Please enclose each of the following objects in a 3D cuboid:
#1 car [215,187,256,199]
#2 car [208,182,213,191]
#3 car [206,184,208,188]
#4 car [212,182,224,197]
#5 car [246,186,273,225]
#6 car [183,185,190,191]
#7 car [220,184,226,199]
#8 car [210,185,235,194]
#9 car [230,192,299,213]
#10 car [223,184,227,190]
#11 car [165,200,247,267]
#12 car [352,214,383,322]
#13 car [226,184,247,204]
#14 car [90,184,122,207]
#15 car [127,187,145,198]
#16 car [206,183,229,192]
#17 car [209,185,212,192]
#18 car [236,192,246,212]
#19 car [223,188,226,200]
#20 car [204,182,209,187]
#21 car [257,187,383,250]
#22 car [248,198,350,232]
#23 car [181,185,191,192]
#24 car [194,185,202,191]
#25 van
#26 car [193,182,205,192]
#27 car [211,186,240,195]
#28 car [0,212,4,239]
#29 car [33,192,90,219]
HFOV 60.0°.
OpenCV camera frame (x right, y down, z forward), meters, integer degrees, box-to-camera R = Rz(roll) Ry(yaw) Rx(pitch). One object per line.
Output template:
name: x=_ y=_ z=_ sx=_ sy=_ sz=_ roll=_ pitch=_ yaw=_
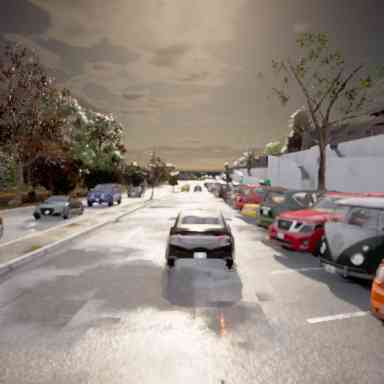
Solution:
car: x=6.146 y=0.147 z=47.191 sx=5.366 sy=1.575 sz=1.946 roll=1 pitch=1 yaw=-19
car: x=6.047 y=-0.262 z=53.103 sx=5.566 sy=2.045 sz=2.435 roll=1 pitch=2 yaw=-19
car: x=6.423 y=-0.536 z=74.144 sx=4.792 sy=1.488 sz=2.163 roll=1 pitch=2 yaw=-19
car: x=5.906 y=0.064 z=41.138 sx=5.566 sy=2.045 sz=2.435 roll=1 pitch=1 yaw=-19
car: x=5.457 y=0.920 z=14.131 sx=5.566 sy=2.045 sz=2.435 roll=1 pitch=2 yaw=-19
car: x=-1.422 y=-1.222 z=90.020 sx=1.837 sy=1.490 sz=4.892 roll=0 pitch=2 yaw=1
car: x=5.754 y=0.367 z=35.119 sx=4.553 sy=1.767 sz=2.185 roll=1 pitch=2 yaw=-19
car: x=6.335 y=-0.518 z=68.129 sx=4.553 sy=1.767 sz=2.185 roll=1 pitch=2 yaw=-19
car: x=5.665 y=0.807 z=26.149 sx=4.792 sy=1.488 sz=2.163 roll=1 pitch=2 yaw=-19
car: x=5.769 y=0.461 z=32.134 sx=4.553 sy=1.767 sz=2.185 roll=1 pitch=2 yaw=-19
car: x=0.261 y=1.256 z=10.520 sx=2.128 sy=1.511 sz=4.902 roll=0 pitch=2 yaw=1
car: x=5.157 y=1.342 z=5.093 sx=4.553 sy=1.767 sz=2.185 roll=1 pitch=2 yaw=-18
car: x=5.622 y=0.624 z=23.138 sx=5.566 sy=2.045 sz=2.435 roll=1 pitch=2 yaw=-19
car: x=-8.167 y=0.231 z=31.570 sx=2.150 sy=2.045 sz=5.566 roll=0 pitch=2 yaw=1
car: x=-7.843 y=0.080 z=46.997 sx=2.128 sy=1.511 sz=4.902 roll=0 pitch=2 yaw=1
car: x=6.566 y=-1.215 z=86.108 sx=5.566 sy=2.045 sz=2.435 roll=0 pitch=3 yaw=-19
car: x=5.844 y=0.061 z=50.061 sx=5.366 sy=1.575 sz=1.946 roll=1 pitch=2 yaw=-19
car: x=5.716 y=0.972 z=20.196 sx=5.366 sy=1.575 sz=1.946 roll=1 pitch=2 yaw=-19
car: x=5.695 y=0.683 z=29.130 sx=4.892 sy=1.521 sz=2.231 roll=1 pitch=2 yaw=-19
car: x=6.475 y=-0.909 z=77.133 sx=5.566 sy=2.045 sz=2.435 roll=1 pitch=2 yaw=-19
car: x=5.339 y=1.019 z=11.097 sx=5.566 sy=2.045 sz=2.435 roll=1 pitch=2 yaw=-19
car: x=5.480 y=1.112 z=17.135 sx=4.674 sy=1.452 sz=2.002 roll=1 pitch=2 yaw=-19
car: x=-1.587 y=-0.808 z=79.610 sx=1.882 sy=1.535 sz=5.008 roll=0 pitch=2 yaw=1
car: x=1.571 y=-1.188 z=89.610 sx=2.033 sy=1.411 sz=5.357 roll=0 pitch=2 yaw=1
van: x=5.177 y=1.142 z=8.065 sx=4.442 sy=1.987 sz=1.878 roll=1 pitch=2 yaw=-19
car: x=1.413 y=-0.907 z=79.582 sx=2.097 sy=1.767 sz=4.553 roll=0 pitch=2 yaw=1
car: x=6.201 y=-0.236 z=62.125 sx=5.008 sy=1.535 sz=2.097 roll=1 pitch=1 yaw=-19
car: x=-8.549 y=1.024 z=11.306 sx=2.097 sy=1.767 sz=4.553 roll=0 pitch=2 yaw=1
car: x=-8.344 y=0.912 z=21.174 sx=1.994 sy=1.385 sz=4.181 roll=0 pitch=2 yaw=1
